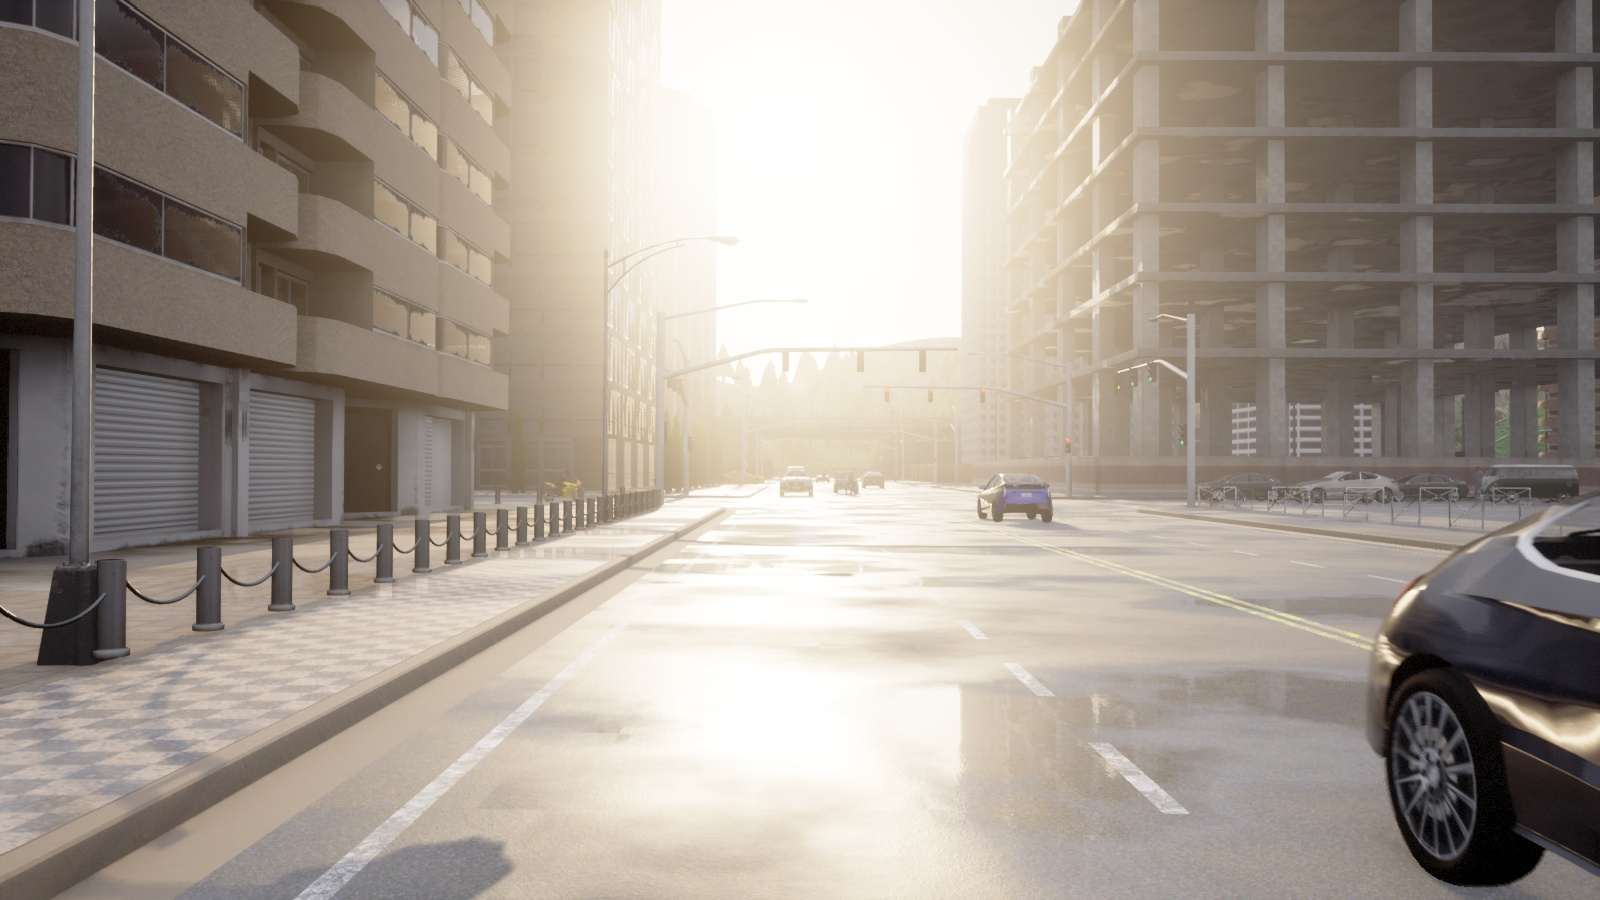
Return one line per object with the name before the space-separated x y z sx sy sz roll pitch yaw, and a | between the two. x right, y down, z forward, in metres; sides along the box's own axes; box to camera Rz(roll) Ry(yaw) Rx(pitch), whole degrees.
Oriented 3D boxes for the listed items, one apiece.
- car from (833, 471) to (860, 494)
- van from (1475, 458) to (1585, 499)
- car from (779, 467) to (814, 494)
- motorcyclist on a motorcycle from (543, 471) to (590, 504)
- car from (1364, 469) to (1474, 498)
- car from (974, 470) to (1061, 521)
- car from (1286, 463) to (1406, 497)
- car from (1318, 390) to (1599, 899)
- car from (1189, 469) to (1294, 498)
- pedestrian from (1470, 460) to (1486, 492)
car | 3.265 2.267 88.743 1.789 1.549 3.705 0 -1 0
van | 36.441 1.418 62.785 4.442 1.987 1.775 0 -1 0
car | -0.211 1.928 79.617 2.152 1.651 5.027 0 -1 0
motorcyclist on a motorcycle | -10.915 1.768 58.690 2.044 1.523 0.797 0 -1 -1
car | 32.643 1.743 66.259 4.892 1.490 1.837 0 -1 -1
car | 6.893 1.409 40.286 2.007 1.525 4.514 0 -1 0
car | 27.222 1.480 62.726 5.027 1.651 2.152 0 -1 0
car | 3.490 0.634 3.303 2.152 1.651 5.027 0 -1 0
car | 23.227 1.780 66.199 4.892 1.490 1.837 0 -1 0
pedestrian | 38.925 1.474 72.070 0.706 1.836 0.354 0 -1 1
